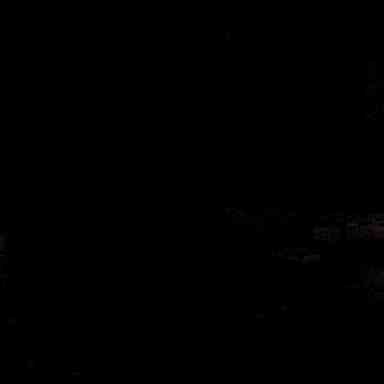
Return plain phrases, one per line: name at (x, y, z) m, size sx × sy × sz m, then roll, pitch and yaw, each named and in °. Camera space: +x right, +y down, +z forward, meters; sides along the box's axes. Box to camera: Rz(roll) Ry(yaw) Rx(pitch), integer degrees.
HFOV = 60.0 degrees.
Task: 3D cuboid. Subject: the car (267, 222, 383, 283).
car at (4.004, 1.539, 9.502) m, size 4.206 × 1.307 × 1.802 m, roll 0°, pitch 0°, yaw -35°
